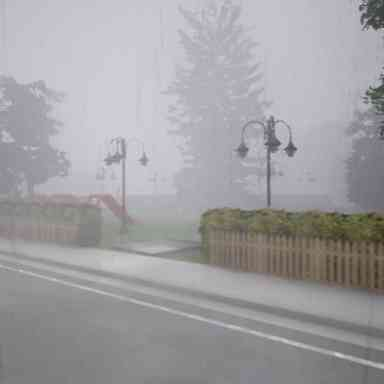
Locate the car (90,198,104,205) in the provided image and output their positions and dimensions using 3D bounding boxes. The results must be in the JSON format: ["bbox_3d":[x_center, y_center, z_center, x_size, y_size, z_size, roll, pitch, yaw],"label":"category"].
[{"bbox_3d":[-15.789,1.604,57.817,2.033,1.411,5.357,0,0,36],"label":"car"}]
